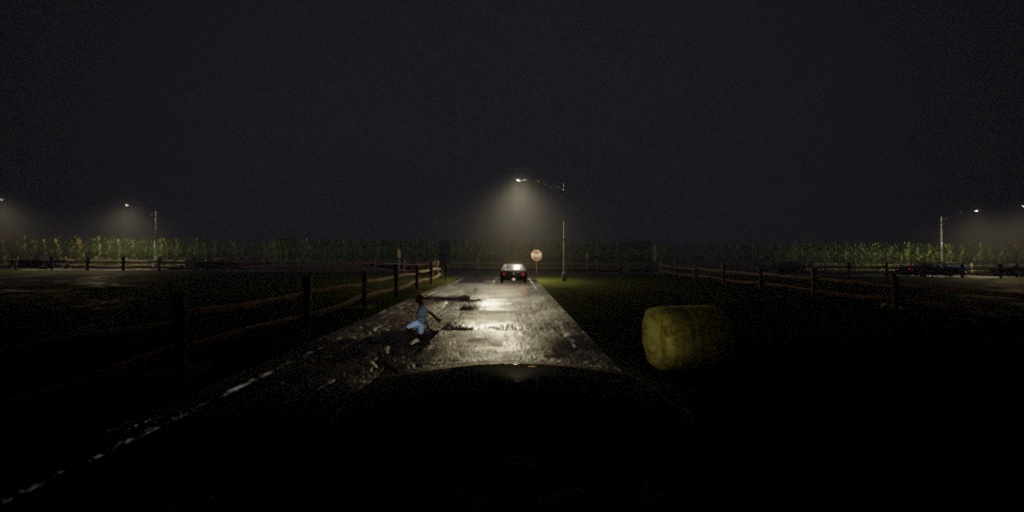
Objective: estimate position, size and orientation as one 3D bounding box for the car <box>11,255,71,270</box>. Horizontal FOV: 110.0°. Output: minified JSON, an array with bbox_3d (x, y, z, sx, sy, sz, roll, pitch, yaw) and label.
[{"bbox_3d":[-51.520,0.698,39.251,5.008,1.535,1.882,0,-1,1],"label":"car"}]

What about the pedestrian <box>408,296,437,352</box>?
[{"bbox_3d":[-1.830,1.017,7.347,0.375,1.860,0.375,1,-1,-3],"label":"pedestrian"}]

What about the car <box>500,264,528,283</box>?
[{"bbox_3d":[0.094,1.234,25.978,1.895,1.301,4.718,0,0,-1],"label":"car"}]

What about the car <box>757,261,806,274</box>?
[{"bbox_3d":[31.105,1.347,41.499,4.892,1.490,1.837,0,-1,1],"label":"car"}]

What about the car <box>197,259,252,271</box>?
[{"bbox_3d":[-31.192,0.939,39.010,4.718,1.301,1.895,0,-1,0],"label":"car"}]

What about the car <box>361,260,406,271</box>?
[{"bbox_3d":[-14.987,1.082,41.948,4.718,1.301,1.895,0,-1,0],"label":"car"}]

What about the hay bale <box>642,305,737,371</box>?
[{"bbox_3d":[3.131,1.383,6.467,1.220,1.180,1.240,0,0,0],"label":"hay bale"}]

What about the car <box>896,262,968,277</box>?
[{"bbox_3d":[44.671,1.477,38.508,5.357,1.411,2.033,1,-1,1],"label":"car"}]
